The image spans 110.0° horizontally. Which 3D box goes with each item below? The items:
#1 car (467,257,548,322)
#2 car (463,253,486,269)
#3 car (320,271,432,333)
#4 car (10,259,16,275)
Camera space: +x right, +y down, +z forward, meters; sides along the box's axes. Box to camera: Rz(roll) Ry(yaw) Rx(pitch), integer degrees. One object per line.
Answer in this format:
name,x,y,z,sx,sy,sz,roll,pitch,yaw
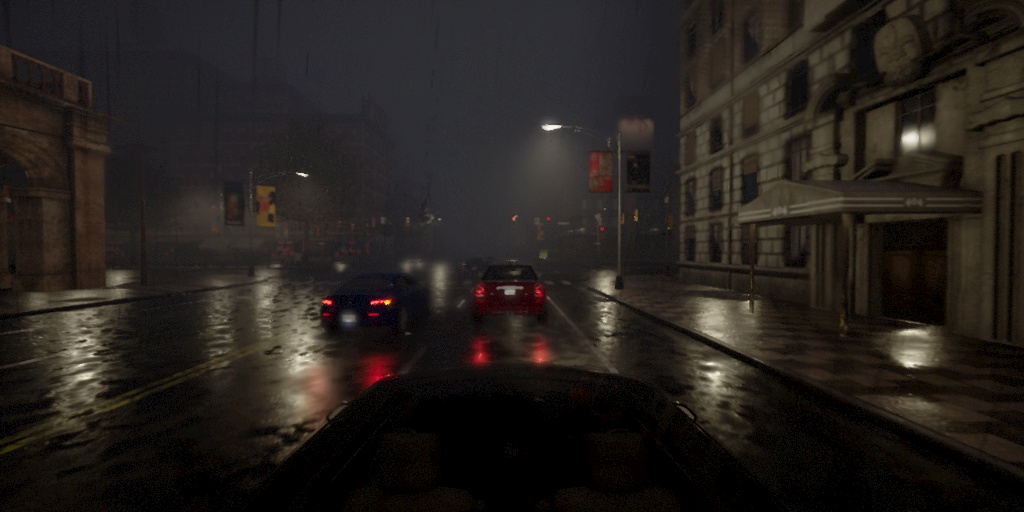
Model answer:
car,-0.073,0.943,11.672,2.097,1.767,4.553,0,1,-1
car,-1.958,0.801,32.592,4.902,1.511,2.128,1,1,-1
car,-3.552,1.142,10.065,1.812,1.442,4.674,0,1,-1
car,-40.832,0.821,32.162,4.902,1.511,2.128,1,1,-1
